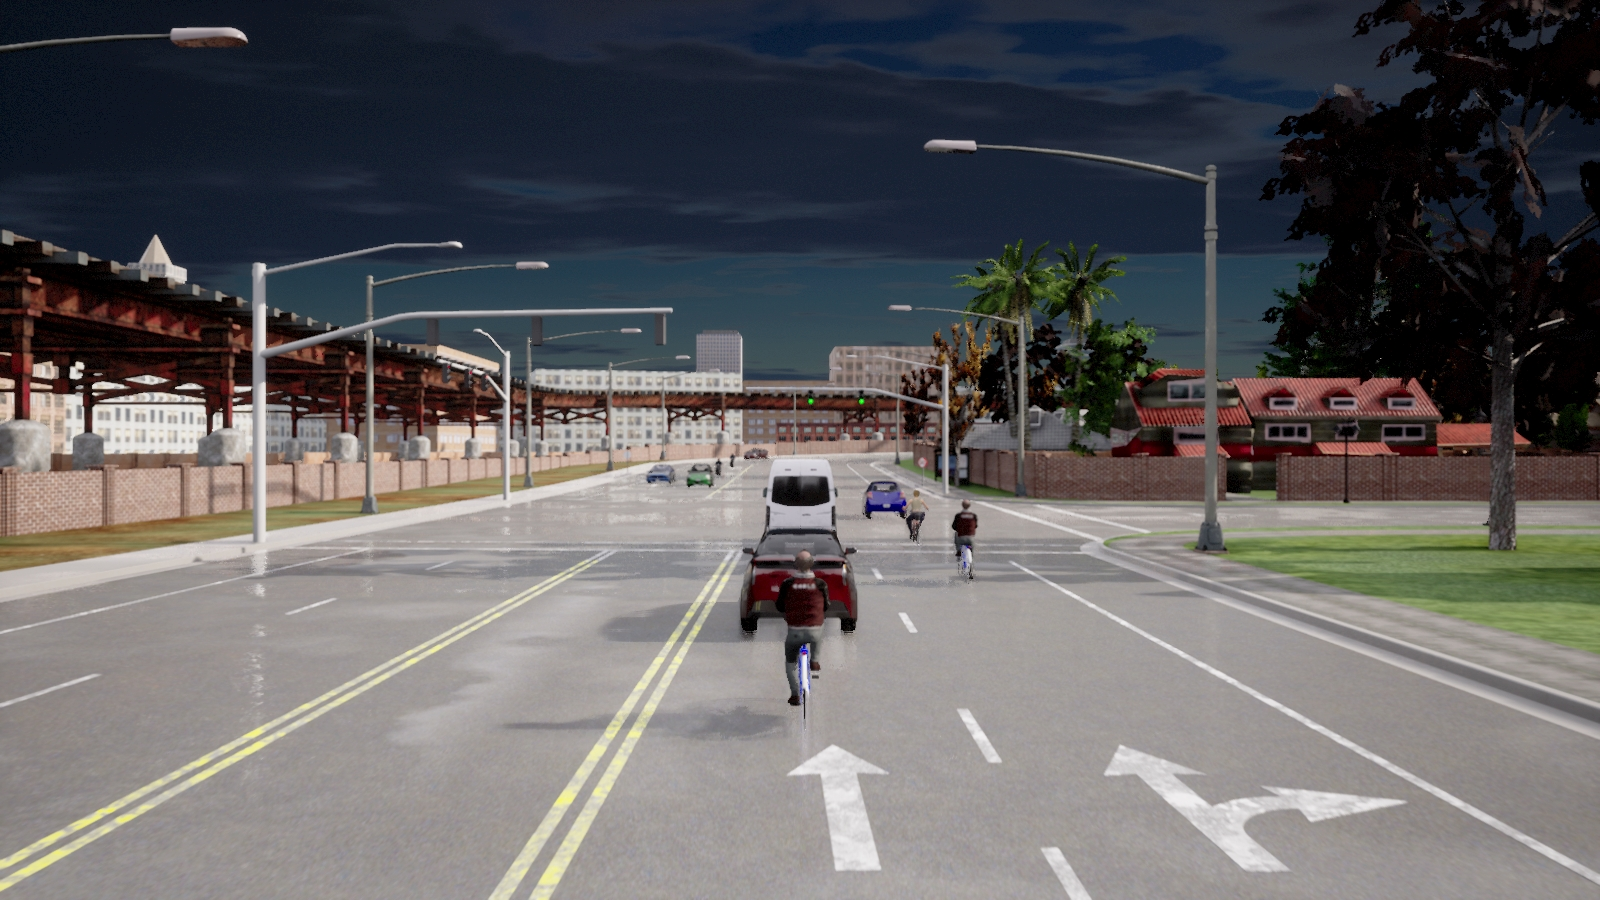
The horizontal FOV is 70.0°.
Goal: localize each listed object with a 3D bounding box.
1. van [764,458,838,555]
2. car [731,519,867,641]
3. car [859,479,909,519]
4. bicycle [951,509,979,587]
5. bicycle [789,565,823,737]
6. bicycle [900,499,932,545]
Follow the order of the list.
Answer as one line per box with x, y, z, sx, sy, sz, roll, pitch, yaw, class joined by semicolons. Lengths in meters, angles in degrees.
0.023;1.544;33.788;1.988;2.561;5.915;0;0;0;van
-0.013;2.046;19.048;2.007;1.525;4.514;0;0;0;car
3.498;2.036;48.107;1.845;1.501;3.633;0;0;0;car
3.518;2.055;24.399;0.329;1.496;1.835;0;0;0;bicycle
0.056;2.052;12.059;0.329;1.496;1.835;0;0;0;bicycle
3.499;2.156;34.552;0.859;1.301;1.487;0;0;1;bicycle
